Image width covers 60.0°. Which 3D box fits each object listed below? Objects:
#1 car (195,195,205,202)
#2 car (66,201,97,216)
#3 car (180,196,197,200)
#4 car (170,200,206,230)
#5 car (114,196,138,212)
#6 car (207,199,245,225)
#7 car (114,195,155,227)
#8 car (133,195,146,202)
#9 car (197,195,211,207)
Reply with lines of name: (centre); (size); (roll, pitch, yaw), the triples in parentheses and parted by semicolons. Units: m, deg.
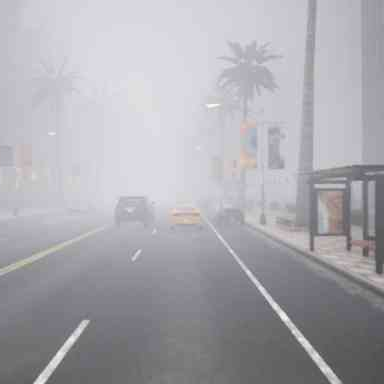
car: (1.738, 1.549, 75.235); (2.161, 1.482, 4.786); (0, 0, -1)
car: (-11.353, 1.631, 34.695); (2.033, 1.411, 5.357); (0, 0, -1)
car: (-0.772, 1.506, 39.933); (1.882, 1.535, 5.008); (0, 0, -1)
car: (-0.367, 1.493, 21.344); (1.882, 1.535, 5.008); (0, 0, -1)
car: (-7.972, 1.420, 40.361); (2.097, 1.767, 4.553); (0, 0, -1)
car: (2.575, 1.481, 23.937); (2.231, 1.521, 4.892); (0, 0, -1)
car: (-3.898, 1.257, 23.192); (2.150, 2.045, 5.566); (0, 0, -1)
car: (-11.966, 1.550, 76.336); (2.128, 1.511, 4.902); (0, 0, -1)
car: (1.923, 1.376, 53.305); (2.185, 1.767, 4.553); (0, 0, -1)
